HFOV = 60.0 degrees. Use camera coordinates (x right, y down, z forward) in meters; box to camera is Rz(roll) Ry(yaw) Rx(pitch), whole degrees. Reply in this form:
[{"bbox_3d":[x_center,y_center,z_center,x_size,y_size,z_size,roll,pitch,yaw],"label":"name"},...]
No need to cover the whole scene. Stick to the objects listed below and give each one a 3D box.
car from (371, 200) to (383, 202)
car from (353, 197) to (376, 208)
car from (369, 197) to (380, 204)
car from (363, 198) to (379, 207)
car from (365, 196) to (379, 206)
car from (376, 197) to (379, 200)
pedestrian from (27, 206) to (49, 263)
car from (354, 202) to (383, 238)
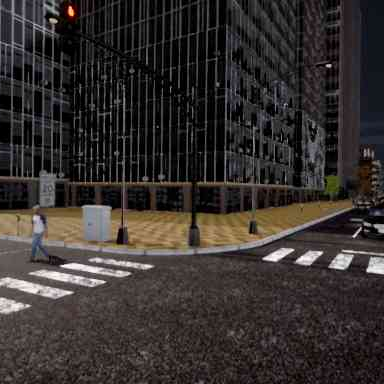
[{"bbox_3d":[14.863,1.568,25.360,1.812,1.442,4.674,1,0,31],"label":"car"},{"bbox_3d":[19.780,1.591,38.406,2.008,1.369,4.403,1,0,31],"label":"car"},{"bbox_3d":[36.940,1.702,67.245,1.802,1.307,4.206,1,0,31],"label":"car"},{"bbox_3d":[28.415,1.632,52.792,2.008,1.369,4.403,1,0,31],"label":"car"},{"bbox_3d":[31.254,1.534,57.610,1.967,1.590,4.097,1,0,31],"label":"car"},{"bbox_3d":[20.319,1.546,34.316,1.882,1.535,5.008,1,0,31],"label":"car"},{"bbox_3d":[-4.983,1.288,10.725,0.375,1.860,0.375,1,1,30],"label":"pedestrian"},{"bbox_3d":[9.886,1.511,17.119,2.128,1.511,4.902,1,0,31],"label":"car"}]
